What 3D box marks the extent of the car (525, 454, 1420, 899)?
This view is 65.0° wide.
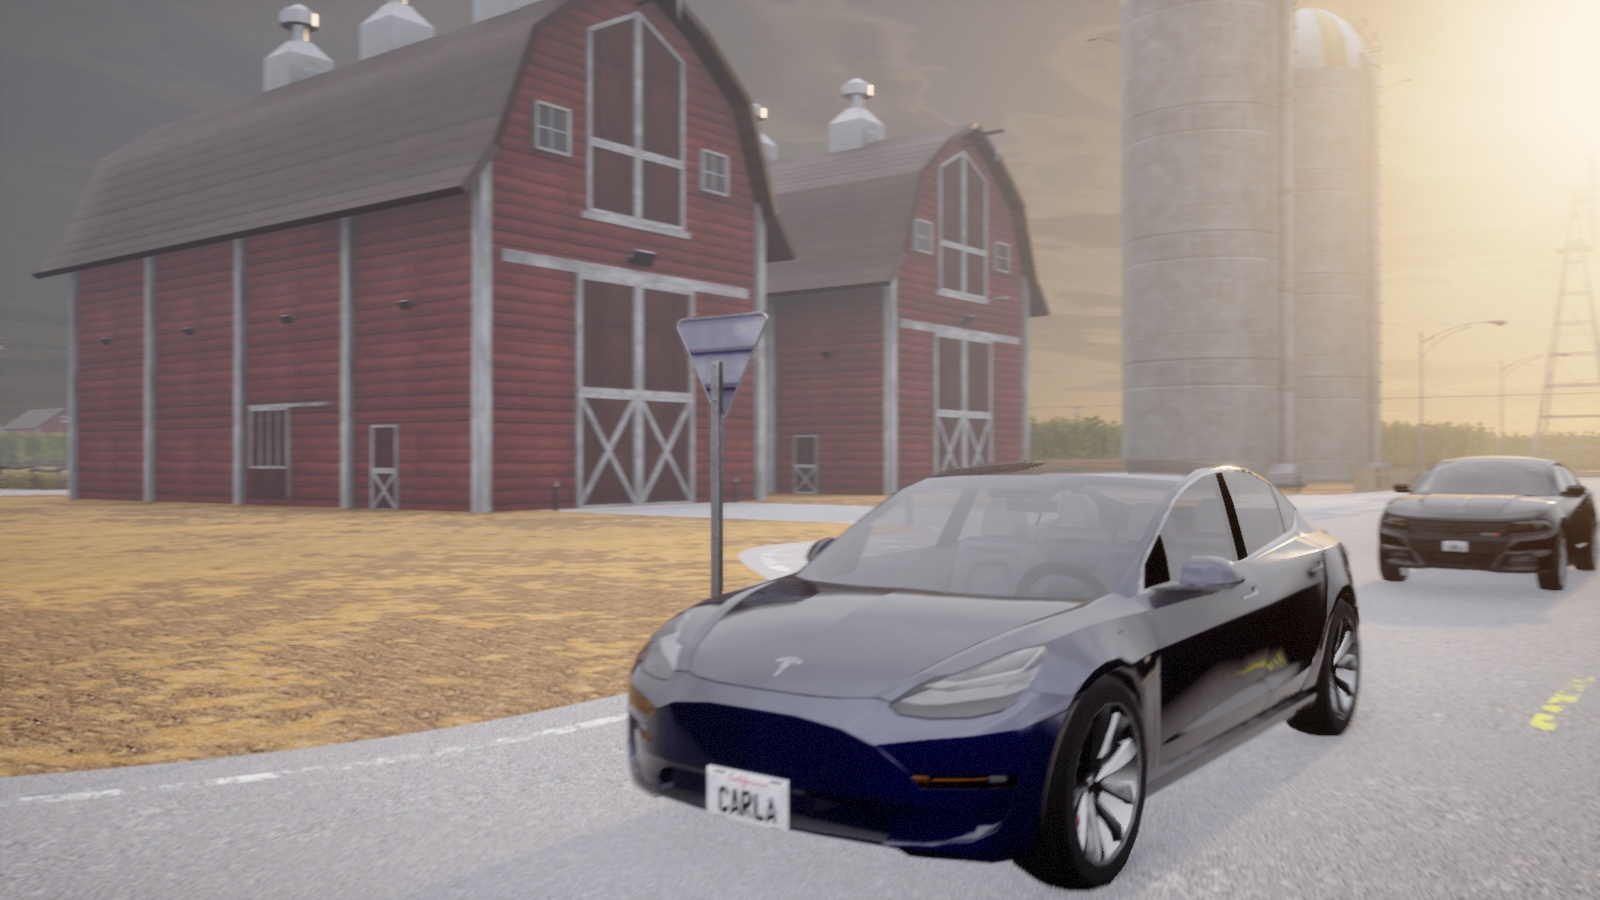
[{"bbox_3d":[1.266,0.774,6.090,2.163,1.488,4.792,-1,0,38],"label":"car"}]

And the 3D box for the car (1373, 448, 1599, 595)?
[{"bbox_3d":[8.791,0.766,15.625,1.882,1.535,5.008,-1,-1,38],"label":"car"}]
